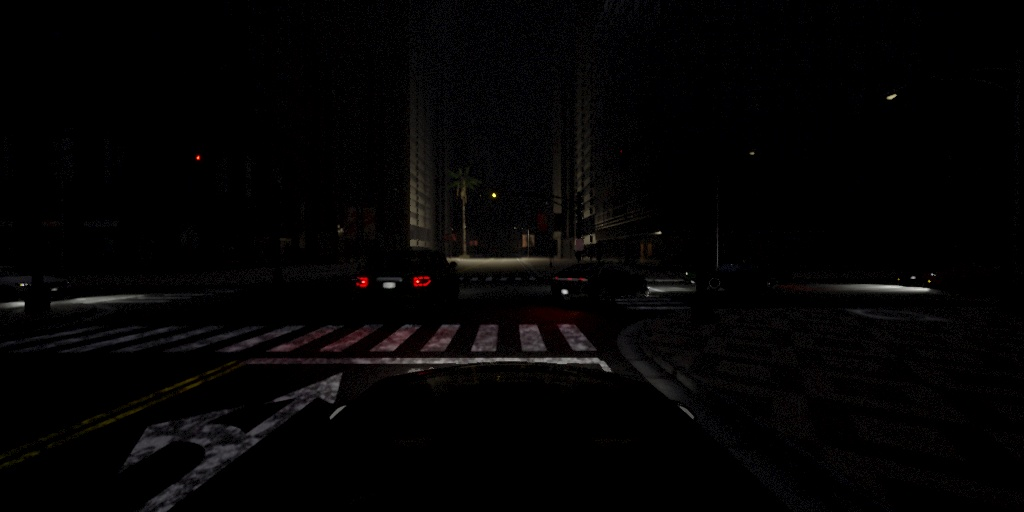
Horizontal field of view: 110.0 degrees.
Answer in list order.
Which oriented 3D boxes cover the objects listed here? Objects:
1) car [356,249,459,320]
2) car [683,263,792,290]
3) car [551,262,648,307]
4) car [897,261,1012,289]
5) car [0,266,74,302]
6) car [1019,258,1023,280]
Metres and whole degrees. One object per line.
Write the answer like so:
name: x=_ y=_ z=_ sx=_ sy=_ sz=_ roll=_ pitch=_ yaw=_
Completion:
car: x=-3.176 y=0.788 z=11.943 sx=2.150 sy=2.045 sz=5.566 roll=0 pitch=1 yaw=0
car: x=11.619 y=1.030 z=18.743 sx=4.718 sy=1.301 sz=1.895 roll=0 pitch=1 yaw=-1
car: x=3.546 y=0.993 z=14.072 sx=2.128 sy=1.511 sz=4.902 roll=-1 pitch=0 yaw=45
car: x=23.145 y=0.951 z=18.938 sx=4.181 sy=1.385 sz=1.994 roll=0 pitch=1 yaw=-1
car: x=-21.378 y=1.127 z=14.973 sx=4.674 sy=1.442 sz=1.812 roll=0 pitch=1 yaw=1
car: x=32.065 y=0.774 z=21.859 sx=4.097 sy=1.591 sz=1.967 roll=0 pitch=0 yaw=-1
